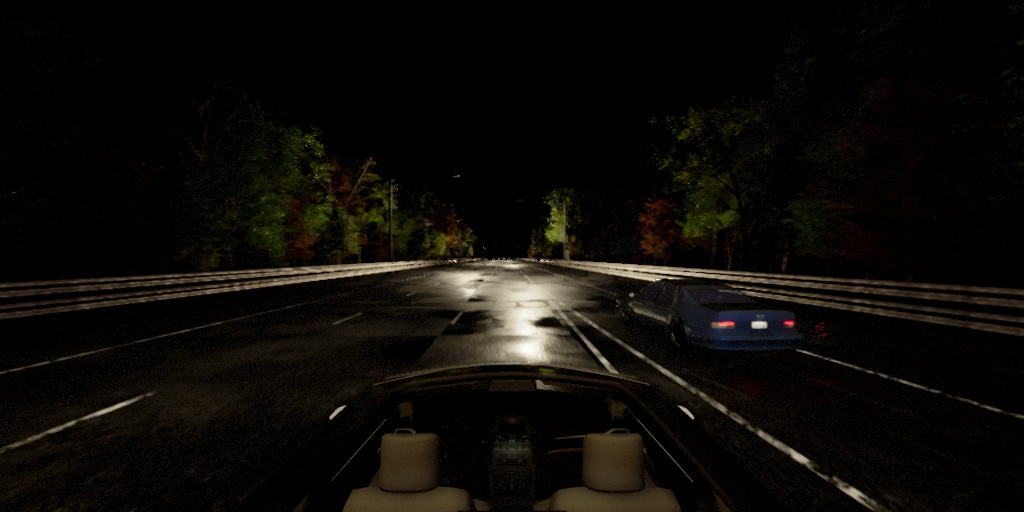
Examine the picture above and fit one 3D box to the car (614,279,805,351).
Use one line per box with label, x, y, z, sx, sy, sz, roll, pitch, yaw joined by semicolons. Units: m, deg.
car;4.314;1.294;8.986;2.033;1.411;5.357;0;0;-4
